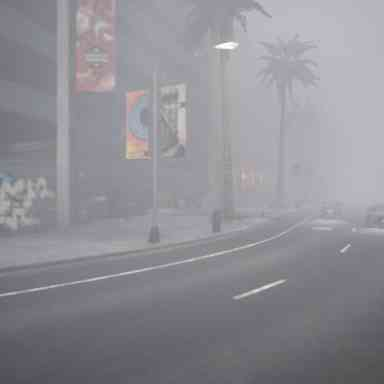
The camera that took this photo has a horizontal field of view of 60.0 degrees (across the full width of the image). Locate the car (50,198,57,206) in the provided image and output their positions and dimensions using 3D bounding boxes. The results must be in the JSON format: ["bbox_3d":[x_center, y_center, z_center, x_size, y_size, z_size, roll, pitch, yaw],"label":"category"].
[{"bbox_3d":[-21.627,1.602,50.650,1.895,1.301,4.718,0,0,26],"label":"car"}]

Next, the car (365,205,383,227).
[{"bbox_3d":[12.622,1.573,22.115,1.994,1.385,4.181,0,0,26],"label":"car"}]

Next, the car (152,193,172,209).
[{"bbox_3d":[-4.606,1.115,43.362,2.435,2.045,5.566,0,0,26],"label":"car"}]

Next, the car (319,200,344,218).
[{"bbox_3d":[12.876,1.515,30.613,2.128,1.511,4.902,0,0,26],"label":"car"}]
